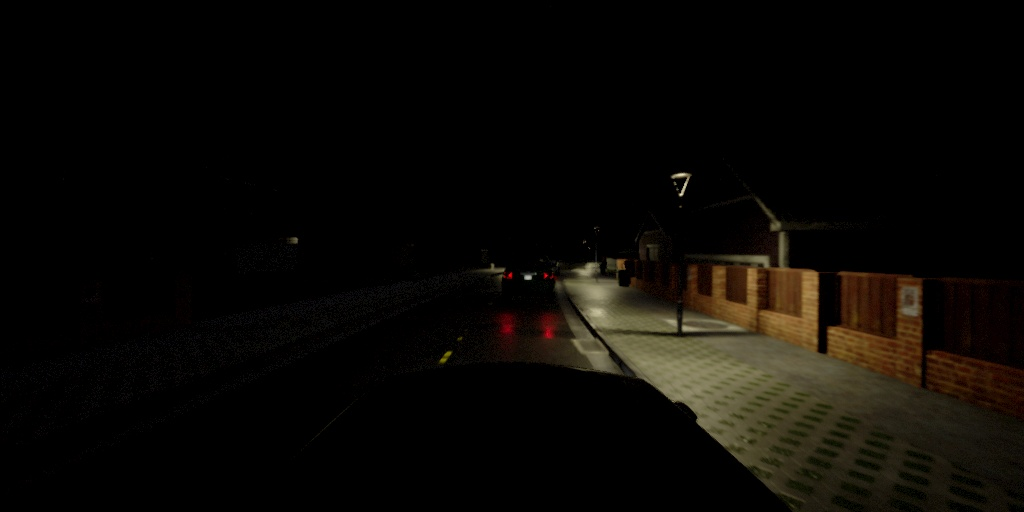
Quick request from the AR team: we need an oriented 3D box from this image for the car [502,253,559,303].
[{"bbox_3d":[0.837,0.907,16.368,2.150,2.045,5.566,0,0,5],"label":"car"}]
